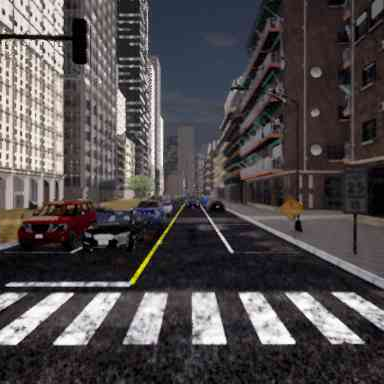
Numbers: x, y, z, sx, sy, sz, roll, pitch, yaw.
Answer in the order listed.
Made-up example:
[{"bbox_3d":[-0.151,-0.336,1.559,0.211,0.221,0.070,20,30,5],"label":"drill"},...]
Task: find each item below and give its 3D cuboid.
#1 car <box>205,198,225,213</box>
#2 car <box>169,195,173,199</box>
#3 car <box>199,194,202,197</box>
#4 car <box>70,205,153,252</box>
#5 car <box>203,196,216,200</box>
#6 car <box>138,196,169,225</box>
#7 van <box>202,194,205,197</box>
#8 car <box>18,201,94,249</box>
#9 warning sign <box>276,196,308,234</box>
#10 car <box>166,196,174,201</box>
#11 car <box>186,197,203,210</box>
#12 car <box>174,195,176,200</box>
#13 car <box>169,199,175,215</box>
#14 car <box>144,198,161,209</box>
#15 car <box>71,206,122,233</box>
[{"bbox_3d":[2.699,1.616,36.956,1.947,1.339,4.313,0,0,0],"label":"car"},{"bbox_3d":[-5.674,1.671,70.096,2.008,1.369,4.403,0,0,0],"label":"car"},{"bbox_3d":[2.712,1.713,86.662,2.008,1.369,4.403,0,0,0],"label":"car"},{"bbox_3d":[-3.096,1.509,14.044,2.128,1.511,4.902,0,0,0],"label":"car"},{"bbox_3d":[2.700,1.585,42.649,1.752,1.417,4.829,0,0,0],"label":"car"},{"bbox_3d":[-3.090,1.382,23.922,2.097,1.767,4.553,0,0,0],"label":"car"},{"bbox_3d":[2.701,1.411,48.002,1.690,1.788,3.998,0,0,0],"label":"van"},{"bbox_3d":[-5.689,1.333,14.867,2.192,1.841,5.009,0,0,0],"label":"car"},{"bbox_3d":[5.073,1.136,16.989,1.300,1.860,1.060,0,0,0],"label":"warning sign"},{"bbox_3d":[-5.669,1.728,86.664,1.947,1.339,4.313,0,0,0],"label":"car"},{"bbox_3d":[0.113,1.664,44.474,1.895,1.301,4.718,0,0,0],"label":"car"},{"bbox_3d":[-5.671,1.692,81.141,1.887,1.381,4.507,0,0,0],"label":"car"},{"bbox_3d":[-3.072,1.646,33.993,1.895,1.301,4.718,0,0,0],"label":"car"},{"bbox_3d":[-5.680,1.636,48.005,1.947,1.339,4.313,0,0,0],"label":"car"},{"bbox_3d":[-5.687,1.592,20.390,1.947,1.339,4.313,0,0,0],"label":"car"}]
